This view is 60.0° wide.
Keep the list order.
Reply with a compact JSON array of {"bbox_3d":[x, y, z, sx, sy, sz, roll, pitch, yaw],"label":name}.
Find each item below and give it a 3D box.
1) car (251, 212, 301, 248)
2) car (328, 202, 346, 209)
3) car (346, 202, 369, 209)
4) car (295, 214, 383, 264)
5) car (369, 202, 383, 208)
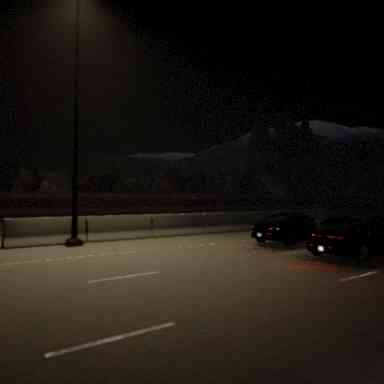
[{"bbox_3d":[4.837,1.707,15.860,4.674,1.442,1.812,1,0,-35],"label":"car"},{"bbox_3d":[25.270,2.348,56.862,4.718,1.301,1.895,1,-1,-39],"label":"car"},{"bbox_3d":[27.929,2.305,54.550,5.357,1.411,2.033,1,-1,-39],"label":"car"},{"bbox_3d":[6.347,1.679,12.645,4.892,1.490,1.837,1,0,-35],"label":"car"},{"bbox_3d":[29.826,2.282,51.657,4.674,1.442,1.812,1,-1,-39],"label":"car"}]
